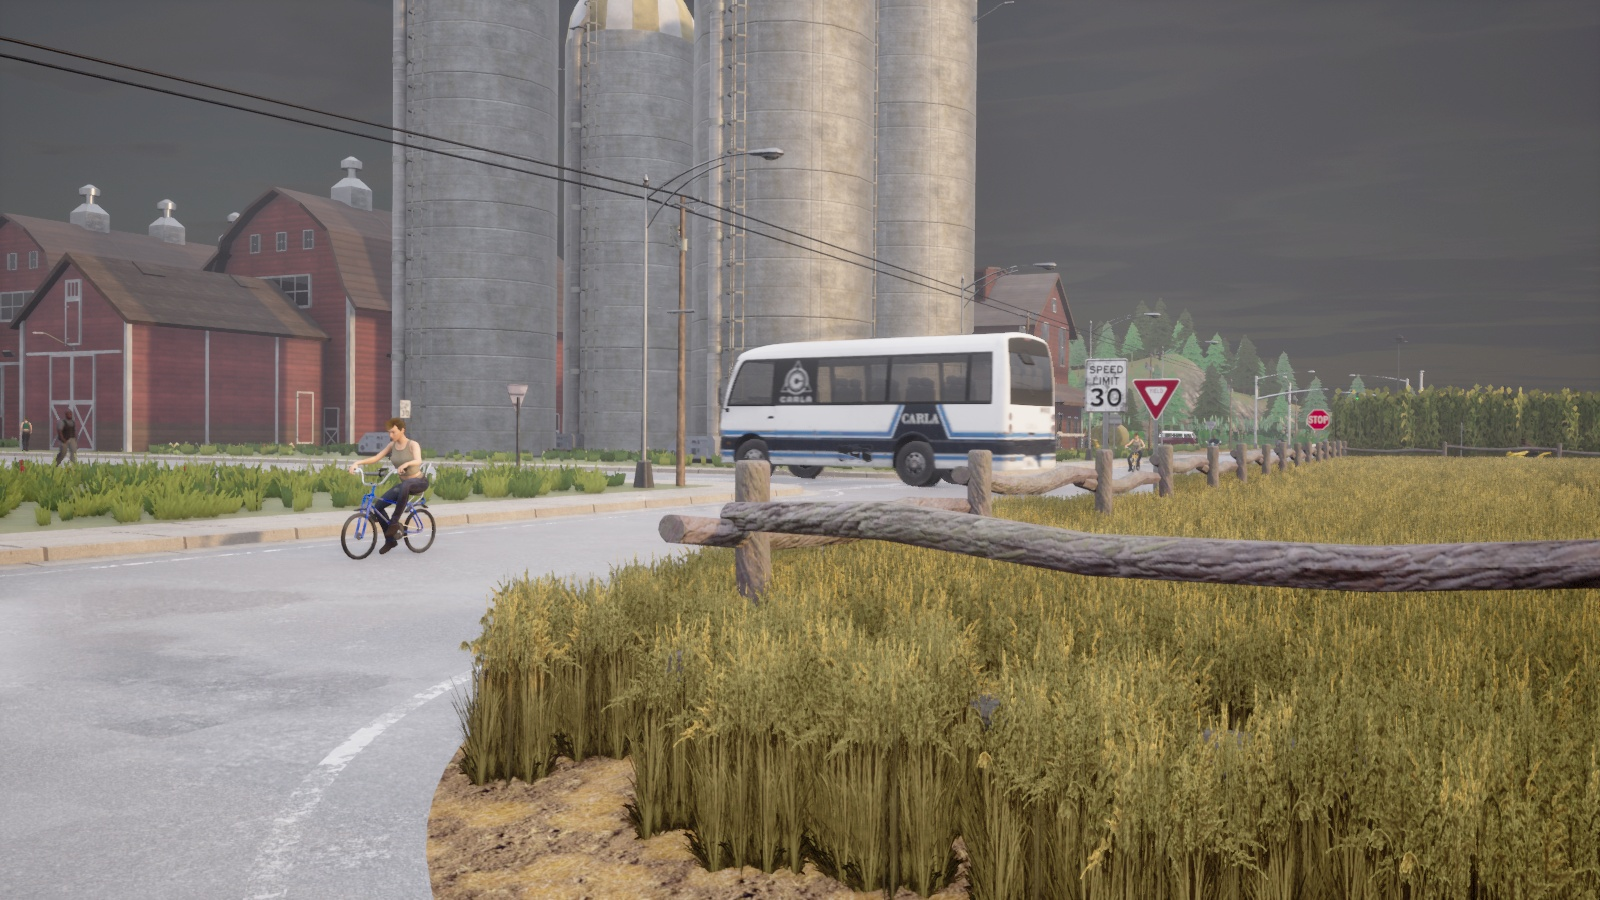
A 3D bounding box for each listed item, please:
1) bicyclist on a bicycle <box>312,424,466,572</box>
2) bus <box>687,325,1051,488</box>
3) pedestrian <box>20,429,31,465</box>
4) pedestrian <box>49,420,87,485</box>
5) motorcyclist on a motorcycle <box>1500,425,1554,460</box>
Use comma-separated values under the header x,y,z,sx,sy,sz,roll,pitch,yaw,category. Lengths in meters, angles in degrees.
x,y,z,sx,sy,sz,roll,pitch,yaw,category
-4.720,0.512,14.510,0.866,1.612,1.509,0,1,26,bicyclist on a bicycle
1.858,-1.172,37.362,10.273,4.253,3.944,0,1,35,bus
-39.988,-0.140,64.846,0.345,1.836,0.594,-1,1,-41,pedestrian
-21.447,0.078,36.802,0.849,1.883,0.563,0,1,25,pedestrian
32.191,-0.338,55.627,2.044,1.523,0.797,0,1,27,motorcyclist on a motorcycle
